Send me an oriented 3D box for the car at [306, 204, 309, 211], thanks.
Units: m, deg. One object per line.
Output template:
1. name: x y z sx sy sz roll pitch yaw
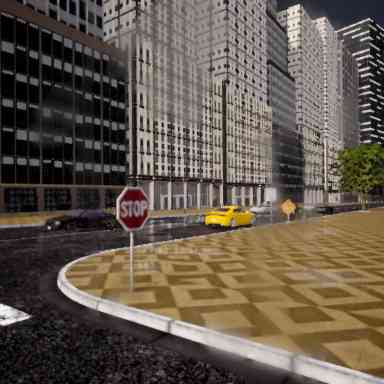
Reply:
1. car: 19.152 2.491 52.665 1.895 1.301 4.718 -1 -1 36

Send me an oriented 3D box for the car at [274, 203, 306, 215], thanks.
1. car: 13.113 2.227 44.325 1.837 1.490 4.892 -1 -1 37

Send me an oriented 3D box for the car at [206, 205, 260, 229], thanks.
1. car: 2.968 1.814 24.862 1.882 1.535 5.008 -1 -1 36

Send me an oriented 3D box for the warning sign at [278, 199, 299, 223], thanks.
1. warning sign: 7.751 1.494 26.699 1.300 1.860 1.060 0 0 36

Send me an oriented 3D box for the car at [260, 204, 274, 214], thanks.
1. car: 9.736 2.339 45.385 1.895 1.301 4.718 -1 -1 37

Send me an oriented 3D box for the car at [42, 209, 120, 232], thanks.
1. car: -7.125 1.823 22.376 2.033 1.411 5.357 -1 -1 36

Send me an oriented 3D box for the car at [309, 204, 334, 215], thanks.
1. car: 17.961 2.314 45.415 1.994 1.385 4.181 -1 -1 36
